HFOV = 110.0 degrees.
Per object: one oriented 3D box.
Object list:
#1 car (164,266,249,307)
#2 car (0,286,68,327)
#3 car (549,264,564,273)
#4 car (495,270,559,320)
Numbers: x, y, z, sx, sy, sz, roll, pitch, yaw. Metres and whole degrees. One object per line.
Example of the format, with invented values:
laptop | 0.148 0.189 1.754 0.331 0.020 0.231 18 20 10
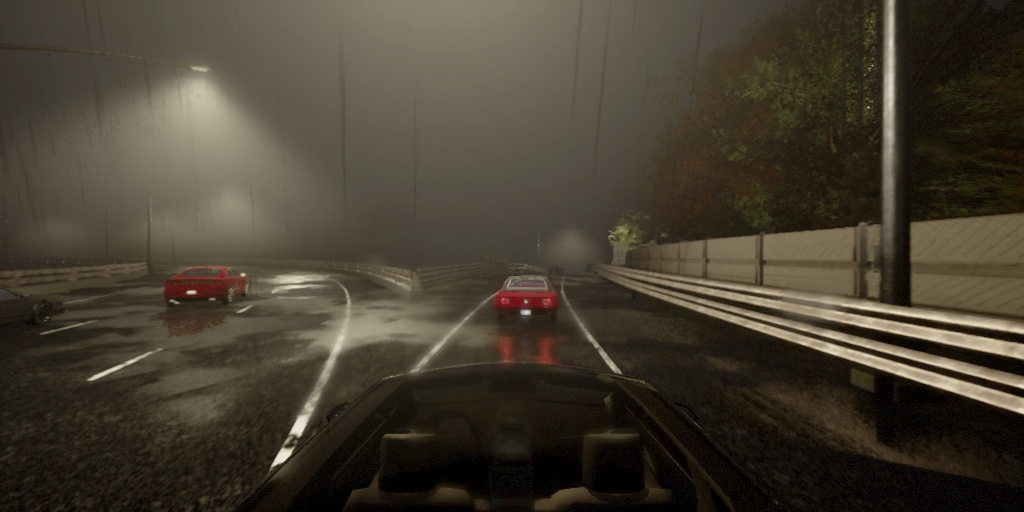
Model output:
car | -12.868 1.184 15.423 1.882 1.535 5.008 0 0 -26
car | -13.374 1.258 8.224 2.033 1.411 5.357 0 0 -23
car | 6.911 1.982 56.802 1.994 1.385 4.181 0 -3 10
car | 0.561 1.344 12.572 1.895 1.301 4.718 0 0 4
